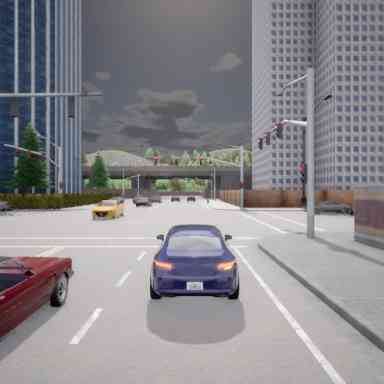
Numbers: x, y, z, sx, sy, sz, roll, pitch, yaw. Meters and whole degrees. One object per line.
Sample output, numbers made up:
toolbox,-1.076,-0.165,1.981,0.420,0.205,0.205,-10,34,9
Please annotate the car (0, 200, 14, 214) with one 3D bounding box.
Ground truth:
car,-20.314,1.491,32.969,4.902,1.511,2.128,0,0,-2

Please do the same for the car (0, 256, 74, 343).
car,-3.450,1.601,5.023,1.895,1.301,4.718,0,0,0

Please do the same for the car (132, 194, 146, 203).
car,-10.658,1.351,67.579,2.097,1.767,4.553,0,0,0

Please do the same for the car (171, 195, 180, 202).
car,-3.662,1.501,74.560,1.812,1.442,4.674,0,0,0

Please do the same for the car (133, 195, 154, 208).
car,-7.201,1.477,49.519,1.882,1.535,5.008,0,0,0

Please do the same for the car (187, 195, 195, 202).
car,-0.162,1.477,74.568,1.837,1.490,4.892,0,0,0

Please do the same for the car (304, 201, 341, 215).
car,13.557,1.564,33.508,4.181,1.385,1.994,0,0,0

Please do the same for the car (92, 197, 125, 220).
car,-7.163,1.477,28.716,1.882,1.535,5.008,0,0,0

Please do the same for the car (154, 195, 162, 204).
car,-7.176,1.352,65.473,2.097,1.767,4.553,0,0,0

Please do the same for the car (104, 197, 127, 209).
car,-10.700,1.491,47.016,2.128,1.511,4.902,0,0,0

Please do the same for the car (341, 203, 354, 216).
car,16.223,1.564,30.001,4.181,1.385,1.994,0,0,0

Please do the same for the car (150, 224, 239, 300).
car,0.060,1.526,8.292,1.812,1.442,4.674,0,0,0
